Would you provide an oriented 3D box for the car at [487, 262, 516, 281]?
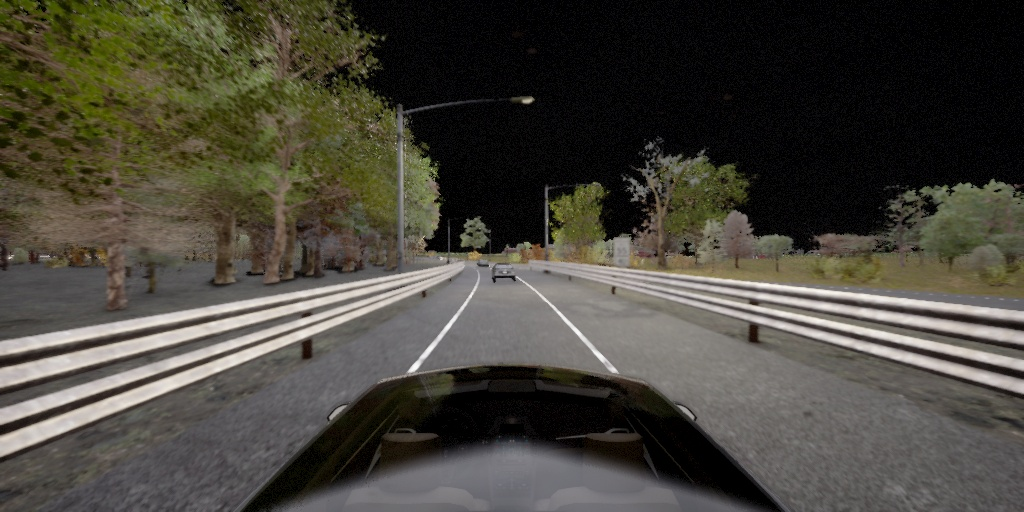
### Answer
[{"bbox_3d":[-0.768,1.284,29.558,2.033,1.411,5.357,0,0,-5],"label":"car"}]
